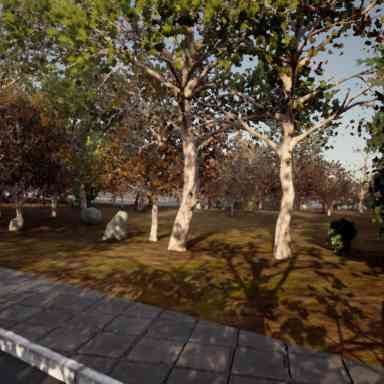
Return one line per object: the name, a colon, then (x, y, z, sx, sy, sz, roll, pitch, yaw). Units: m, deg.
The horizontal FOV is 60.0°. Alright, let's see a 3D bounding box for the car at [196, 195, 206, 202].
car: (0.375, 1.817, 92.720, 2.435, 2.045, 5.566, 5, 1, 42)
